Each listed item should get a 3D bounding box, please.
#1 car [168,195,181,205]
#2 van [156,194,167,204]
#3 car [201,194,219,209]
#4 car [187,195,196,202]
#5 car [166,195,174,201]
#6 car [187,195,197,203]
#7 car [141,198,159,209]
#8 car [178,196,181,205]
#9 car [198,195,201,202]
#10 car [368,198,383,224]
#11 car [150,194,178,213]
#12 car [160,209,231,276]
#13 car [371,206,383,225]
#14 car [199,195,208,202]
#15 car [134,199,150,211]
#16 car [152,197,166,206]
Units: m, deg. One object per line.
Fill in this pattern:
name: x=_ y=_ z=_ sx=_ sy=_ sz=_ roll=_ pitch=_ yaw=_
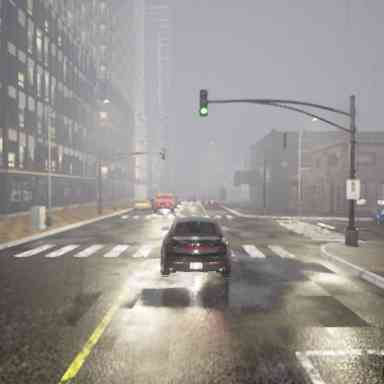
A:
car: x=-3.010 y=1.345 z=57.668 sx=2.097 sy=1.767 sz=4.553 roll=0 pitch=0 yaw=0
van: x=-5.684 y=1.334 z=62.668 sx=1.690 sy=1.788 sz=3.998 roll=-1 pitch=0 yaw=0
car: x=2.668 y=1.434 z=45.682 sx=1.967 sy=1.590 sz=4.097 roll=-1 pitch=0 yaw=0
car: x=-0.015 y=1.453 z=77.025 sx=2.033 sy=1.411 sz=5.357 roll=0 pitch=0 yaw=0
car: x=-5.686 y=1.518 z=85.074 sx=1.752 sy=1.417 sz=4.829 roll=-1 pitch=0 yaw=0
car: x=-0.013 y=1.496 z=66.612 sx=1.837 sy=1.490 sz=4.892 roll=0 pitch=0 yaw=0
car: x=-5.677 y=1.560 z=45.735 sx=1.947 sy=1.339 sz=4.313 roll=-1 pitch=0 yaw=0
car: x=-3.086 y=1.485 z=47.736 sx=2.128 sy=1.511 sz=4.902 roll=0 pitch=0 yaw=0
car: x=2.663 y=1.308 z=56.970 sx=2.192 sy=1.841 sz=5.009 roll=-1 pitch=0 yaw=0
car: x=16.522 y=1.417 z=25.396 sx=5.009 sy=1.841 sz=2.192 roll=1 pitch=0 yaw=1
car: x=-3.110 y=1.216 z=37.982 sx=2.150 sy=2.045 sz=5.566 roll=0 pitch=0 yaw=0
car: x=0.098 y=1.502 z=10.286 sx=1.837 sy=1.490 sz=4.892 roll=0 pitch=0 yaw=0
car: x=15.546 y=1.355 z=22.812 sx=5.566 sy=2.045 sz=2.150 roll=1 pitch=1 yaw=1
car: x=2.663 y=1.543 z=79.547 sx=2.008 sy=1.369 sz=4.403 roll=-1 pitch=0 yaw=0
car: x=-5.847 y=1.520 z=39.921 sx=1.752 sy=1.417 sz=4.829 roll=-1 pitch=0 yaw=0
car: x=-5.679 y=1.559 z=57.024 sx=1.947 sy=1.339 sz=4.313 roll=-1 pitch=0 yaw=0
